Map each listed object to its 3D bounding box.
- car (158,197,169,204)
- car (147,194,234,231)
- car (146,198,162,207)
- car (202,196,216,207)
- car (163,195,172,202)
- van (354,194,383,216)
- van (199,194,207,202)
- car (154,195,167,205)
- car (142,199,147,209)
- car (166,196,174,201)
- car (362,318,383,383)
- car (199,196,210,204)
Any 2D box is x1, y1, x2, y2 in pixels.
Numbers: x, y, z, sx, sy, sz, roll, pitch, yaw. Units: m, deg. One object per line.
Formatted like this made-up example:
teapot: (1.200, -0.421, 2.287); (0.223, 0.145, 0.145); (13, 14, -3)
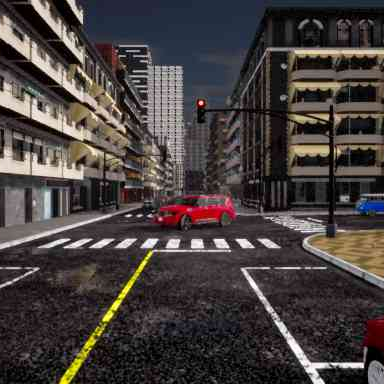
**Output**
car: (-5.812, 1.609, 67.385); (1.802, 1.307, 4.206); (-1, 0, 0)
car: (0.257, 1.225, 20.935); (5.566, 2.045, 2.150); (0, -1, -40)
car: (-5.783, 1.580, 50.801); (1.947, 1.339, 4.313); (0, 0, 0)
car: (2.596, 1.454, 50.810); (1.967, 1.590, 4.097); (-1, 0, 0)
car: (-5.831, 1.563, 78.270); (1.752, 1.417, 4.829); (-1, 0, 0)
van: (15.596, 1.035, 27.404); (3.998, 1.788, 1.690); (-1, 1, -1)
van: (2.547, 1.379, 78.449); (1.690, 1.788, 3.998); (-1, 0, 0)
car: (-5.804, 1.463, 61.857); (1.967, 1.590, 4.097); (-1, 0, 0)
car: (-5.773, 1.561, 45.273); (2.008, 1.369, 4.403); (0, 0, 0)
car: (-5.850, 1.633, 89.496); (1.802, 1.307, 4.206); (-1, 0, 0)
car: (2.681, 1.544, 1.811); (1.887, 1.381, 4.507); (0, 0, 0)
car: (2.569, 1.578, 67.394); (2.008, 1.369, 4.403); (-1, 0, 0)
